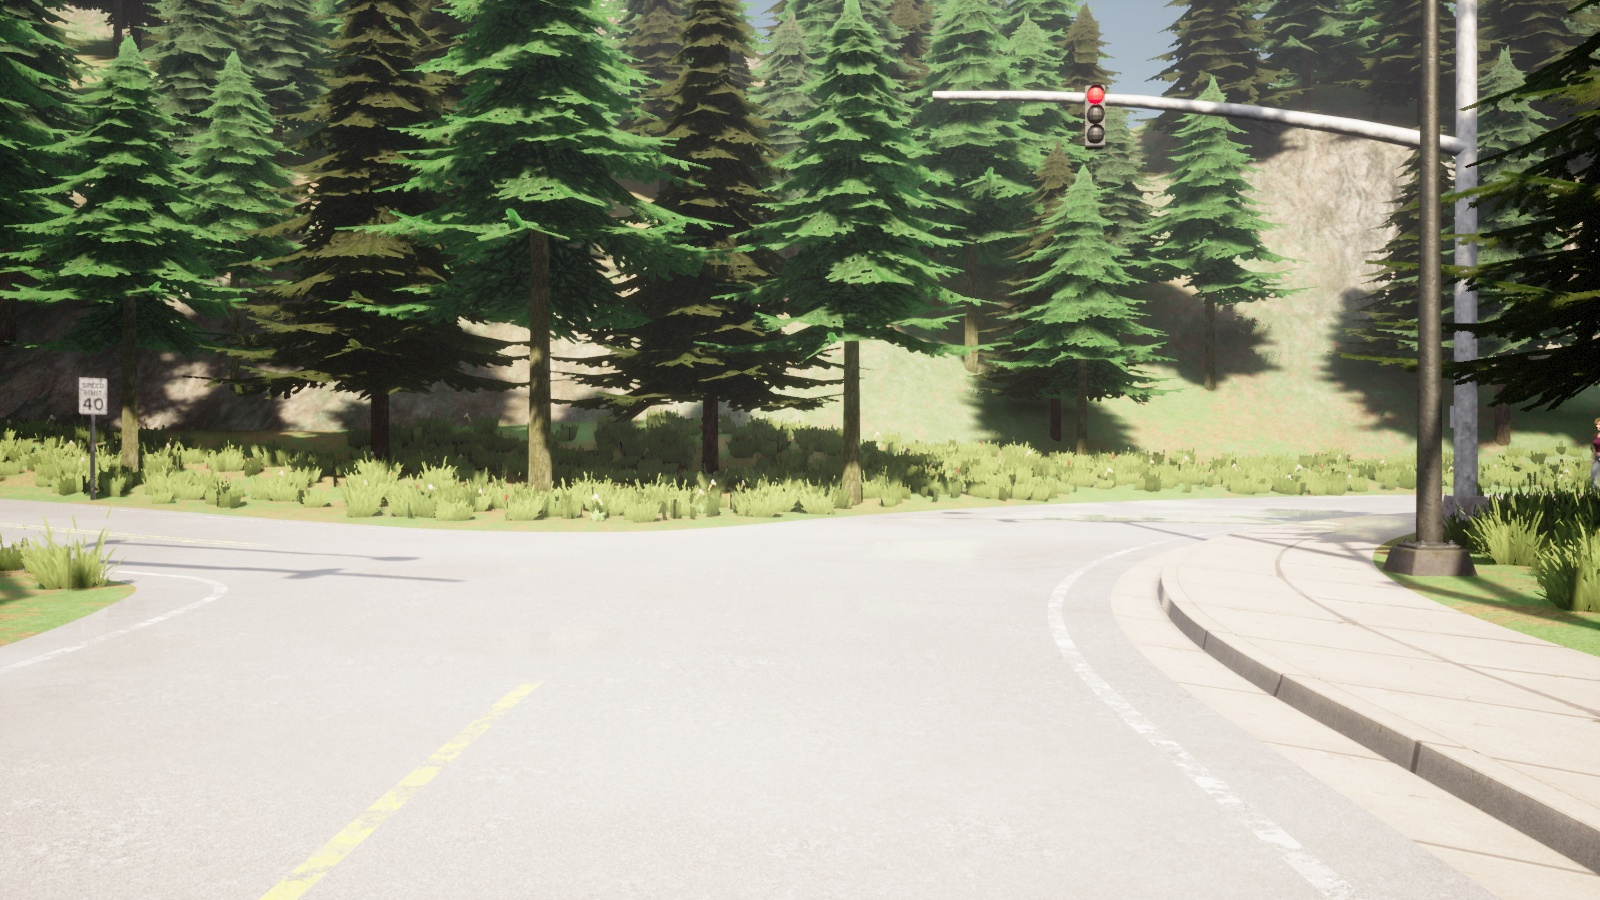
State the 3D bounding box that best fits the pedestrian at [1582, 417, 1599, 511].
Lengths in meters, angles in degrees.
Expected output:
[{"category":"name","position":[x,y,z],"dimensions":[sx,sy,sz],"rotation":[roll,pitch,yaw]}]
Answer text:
[{"category":"pedestrian","position":[15.820,0.281,24.786],"dimensions":[0.594,1.836,0.345],"rotation":[0,0,-20]}]
